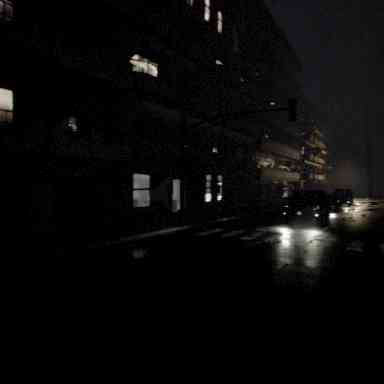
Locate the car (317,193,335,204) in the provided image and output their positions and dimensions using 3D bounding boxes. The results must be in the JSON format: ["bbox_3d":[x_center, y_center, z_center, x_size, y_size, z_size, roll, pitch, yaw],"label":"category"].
[{"bbox_3d":[18.971,0.862,46.887,1.802,1.307,4.206,1,1,30],"label":"car"}]

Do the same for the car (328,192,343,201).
[{"bbox_3d":[24.374,0.690,56.336,1.752,1.417,4.829,1,1,30],"label":"car"}]

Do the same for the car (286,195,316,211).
[{"bbox_3d":[10.741,1.025,32.490,1.947,1.339,4.313,1,1,30],"label":"car"}]

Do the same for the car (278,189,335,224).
[{"bbox_3d":[7.671,0.859,21.871,2.150,2.045,5.566,2,1,30],"label":"car"}]

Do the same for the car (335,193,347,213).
[{"bbox_3d":[12.784,1.072,30.821,2.033,1.411,5.357,2,1,30],"label":"car"}]

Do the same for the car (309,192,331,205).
[{"bbox_3d":[16.228,0.780,42.086,1.967,1.590,4.097,1,1,30],"label":"car"}]

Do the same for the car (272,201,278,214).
[{"bbox_3d":[7.999,1.071,27.691,2.008,1.369,4.403,1,1,30],"label":"car"}]

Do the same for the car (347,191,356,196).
[{"bbox_3d":[40.917,0.403,85.277,1.802,1.307,4.206,1,1,30],"label":"car"}]

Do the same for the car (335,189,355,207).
[{"bbox_3d":[18.133,0.631,40.101,2.150,2.045,5.566,2,1,30],"label":"car"}]

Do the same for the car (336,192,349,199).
[{"bbox_3d":[29.945,0.629,66.082,1.802,1.307,4.206,1,1,30],"label":"car"}]
